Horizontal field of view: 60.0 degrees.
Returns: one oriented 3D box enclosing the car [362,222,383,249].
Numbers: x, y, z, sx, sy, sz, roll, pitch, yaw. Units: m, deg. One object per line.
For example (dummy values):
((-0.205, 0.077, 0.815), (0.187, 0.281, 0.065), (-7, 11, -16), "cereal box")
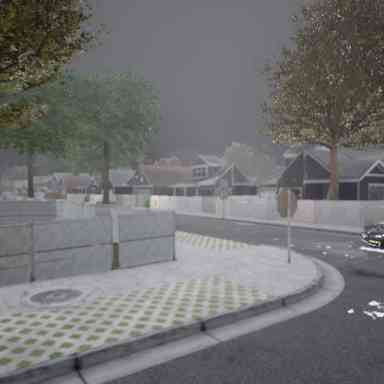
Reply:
((9.090, 1.498, 12.471), (4.892, 1.490, 1.837), (0, 4, 11), "car")
